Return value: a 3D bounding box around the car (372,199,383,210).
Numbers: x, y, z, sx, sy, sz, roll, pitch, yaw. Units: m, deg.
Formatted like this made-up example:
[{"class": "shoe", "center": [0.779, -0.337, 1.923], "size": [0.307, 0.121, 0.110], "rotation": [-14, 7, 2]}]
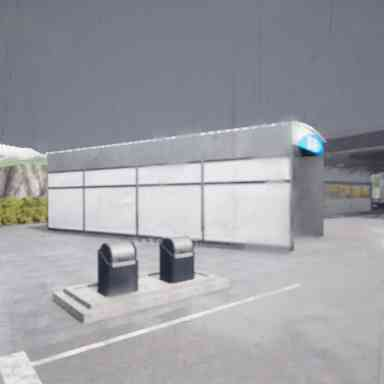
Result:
[{"class": "car", "center": [25.293, 1.751, 46.109], "size": [4.611, 1.667, 2.242], "rotation": [0, -1, -39]}]
